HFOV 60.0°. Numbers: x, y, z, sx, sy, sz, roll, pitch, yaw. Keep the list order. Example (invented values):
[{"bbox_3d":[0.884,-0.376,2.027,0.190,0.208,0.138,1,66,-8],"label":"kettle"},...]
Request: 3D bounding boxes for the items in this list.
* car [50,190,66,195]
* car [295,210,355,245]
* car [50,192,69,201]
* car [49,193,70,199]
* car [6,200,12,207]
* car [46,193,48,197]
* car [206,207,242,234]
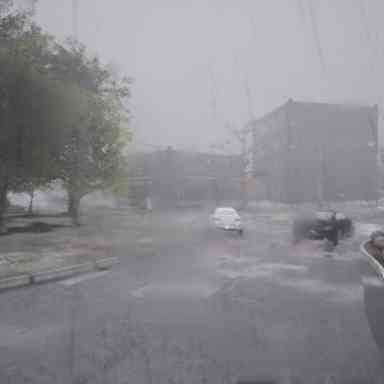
[{"bbox_3d":[-28.627,1.118,74.117,4.553,1.767,2.185,1,0,-25],"label":"car"},{"bbox_3d":[6.791,1.640,16.849,1.882,1.535,5.008,-1,-1,36],"label":"car"},{"bbox_3d":[-26.352,1.322,69.182,4.792,1.488,2.163,1,0,-25],"label":"car"},{"bbox_3d":[-34.618,1.053,86.663,4.892,1.521,2.231,1,0,-25],"label":"car"},{"bbox_3d":[-24.698,1.381,40.620,4.674,1.442,1.812,1,-1,-16],"label":"car"},{"bbox_3d":[-33.489,1.091,84.261,5.008,1.535,2.097,1,0,-25],"label":"car"},{"bbox_3d":[1.885,1.640,19.986,1.812,1.442,4.674,1,0,0],"label":"car"}]
